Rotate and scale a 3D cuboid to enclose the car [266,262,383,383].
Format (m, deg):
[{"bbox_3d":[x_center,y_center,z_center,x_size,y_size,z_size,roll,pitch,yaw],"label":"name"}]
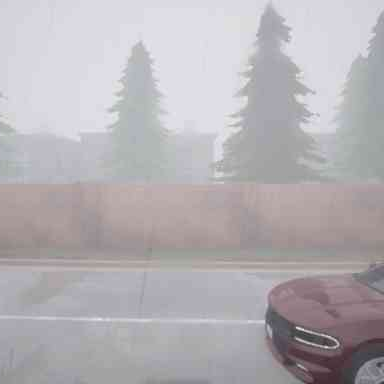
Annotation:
[{"bbox_3d":[3.477,1.478,4.199,5.008,1.535,1.882,0,0,-1],"label":"car"}]
